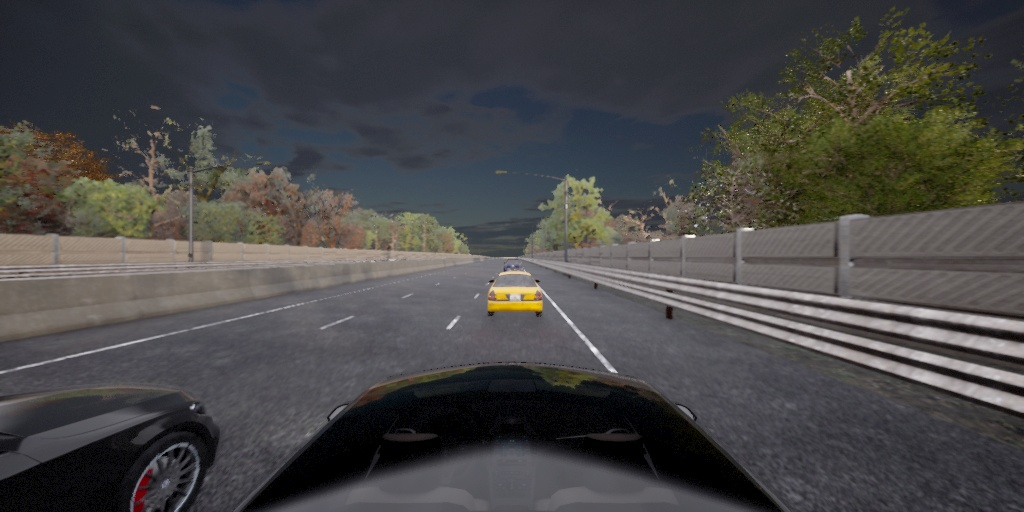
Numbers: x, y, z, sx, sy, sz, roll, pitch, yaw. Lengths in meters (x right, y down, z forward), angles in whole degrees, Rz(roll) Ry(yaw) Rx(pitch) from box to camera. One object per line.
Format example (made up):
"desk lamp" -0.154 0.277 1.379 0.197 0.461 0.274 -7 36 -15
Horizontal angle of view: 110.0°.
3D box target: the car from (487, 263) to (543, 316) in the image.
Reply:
"car" 0.096 1.209 13.237 1.801 1.575 5.366 0 0 0

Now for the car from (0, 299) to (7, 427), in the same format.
"car" -6.899 1.255 1.800 1.837 1.490 4.892 0 0 0

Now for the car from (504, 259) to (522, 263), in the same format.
"car" 0.089 1.111 41.621 2.097 1.767 4.553 0 0 0

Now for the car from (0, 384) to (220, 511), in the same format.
"car" -3.386 1.275 1.051 1.812 1.442 4.674 0 0 0
